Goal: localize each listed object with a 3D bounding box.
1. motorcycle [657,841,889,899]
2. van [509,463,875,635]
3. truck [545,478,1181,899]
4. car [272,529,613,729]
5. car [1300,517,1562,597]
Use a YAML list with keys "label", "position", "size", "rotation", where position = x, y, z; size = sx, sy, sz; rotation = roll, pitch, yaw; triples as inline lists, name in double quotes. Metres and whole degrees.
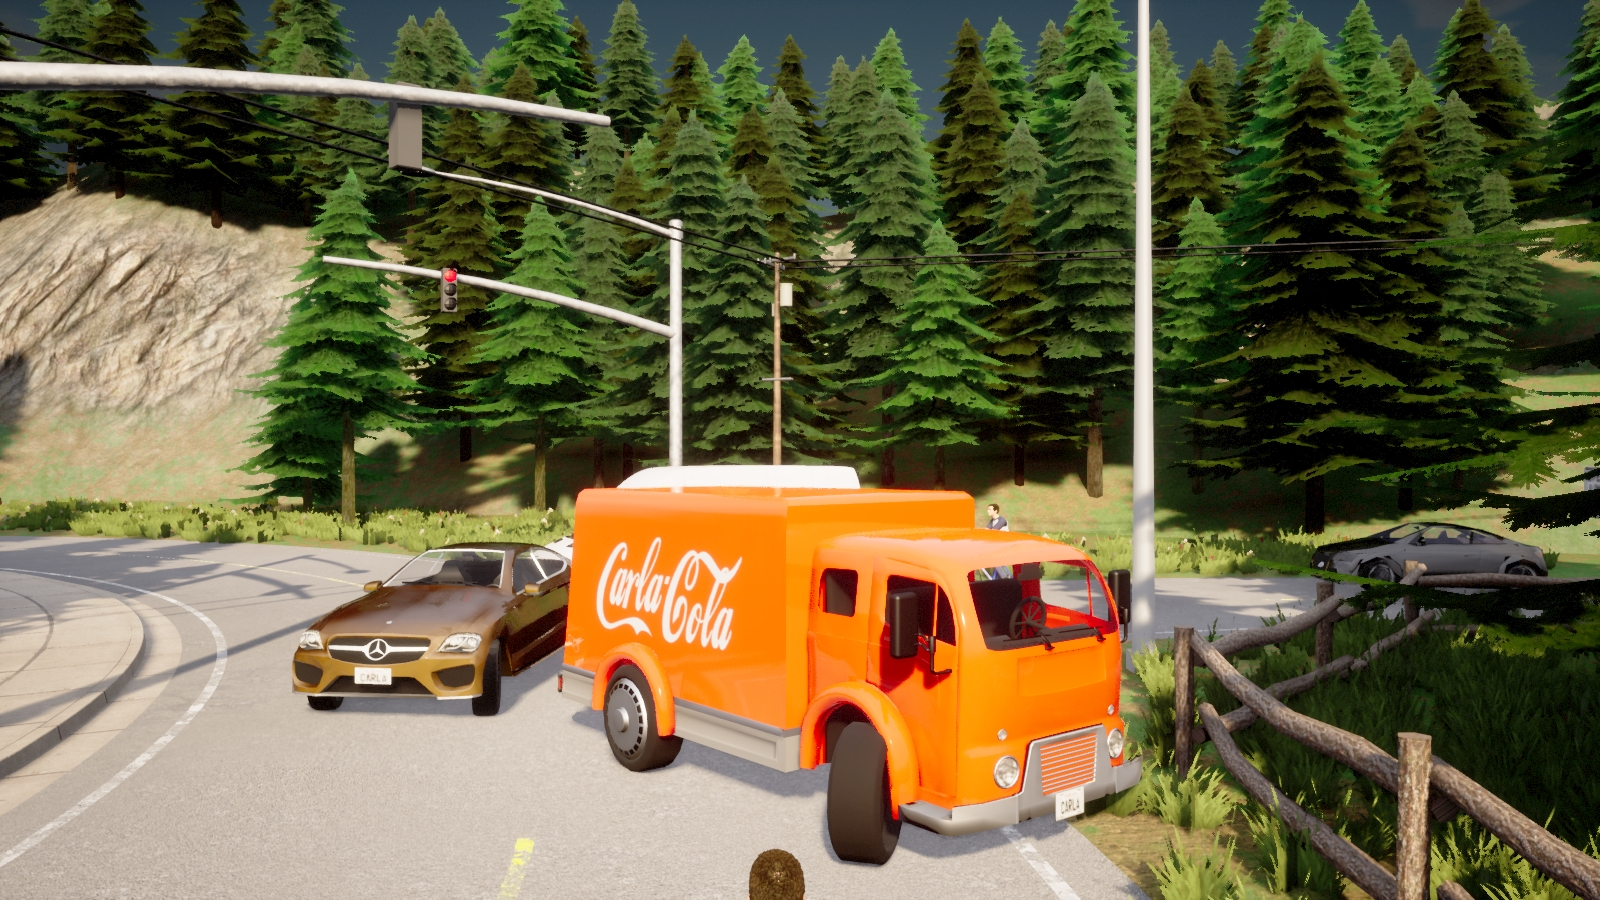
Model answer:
- label: "motorcycle"
  position: [-0.074, 2.159, 3.526]
  size: [0.803, 1.199, 2.033]
  rotation: [0, 0, -2]
- label: "van"
  position: [-1.776, 1.528, 19.549]
  size: [5.915, 2.561, 1.988]
  rotation: [0, 0, -27]
- label: "truck"
  position: [0.202, 1.542, 9.769]
  size: [2.627, 2.467, 5.204]
  rotation: [0, 0, -39]
- label: "car"
  position: [-4.038, 1.970, 14.038]
  size: [2.152, 1.651, 5.027]
  rotation: [0, 0, 6]
- label: "car"
  position: [12.589, 2.119, 23.051]
  size: [4.181, 1.385, 1.994]
  rotation: [0, 0, 6]
